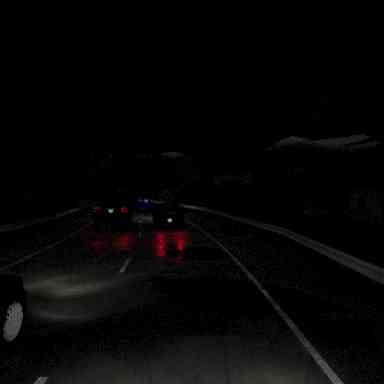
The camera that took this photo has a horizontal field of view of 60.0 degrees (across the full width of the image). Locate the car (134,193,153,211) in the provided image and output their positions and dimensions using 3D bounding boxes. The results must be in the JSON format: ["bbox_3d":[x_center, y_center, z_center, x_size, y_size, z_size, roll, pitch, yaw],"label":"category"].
[{"bbox_3d":[-5.990,1.168,40.252,2.150,2.045,5.566,0,0,-18],"label":"car"}]

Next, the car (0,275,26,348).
[{"bbox_3d":[-3.497,1.477,3.221,1.882,1.535,5.008,0,0,-1],"label":"car"}]

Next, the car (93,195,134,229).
[{"bbox_3d":[-5.106,1.194,21.811,2.150,2.045,5.566,0,0,-9],"label":"car"}]

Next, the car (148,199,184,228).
[{"bbox_3d":[-1.676,1.461,22.186,2.128,1.511,4.902,0,0,-8],"label":"car"}]
